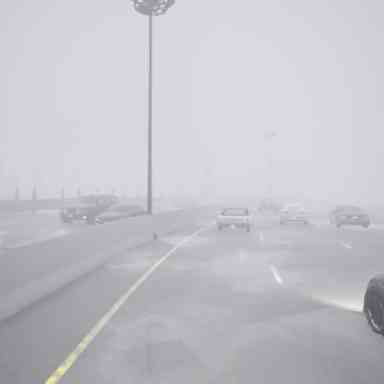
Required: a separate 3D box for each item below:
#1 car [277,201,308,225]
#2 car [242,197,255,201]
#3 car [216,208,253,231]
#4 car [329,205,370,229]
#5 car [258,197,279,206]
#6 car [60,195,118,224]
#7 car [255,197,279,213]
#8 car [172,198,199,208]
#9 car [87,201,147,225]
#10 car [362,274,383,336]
[{"bbox_3d":[7.479,1.547,24.484,1.812,1.442,4.674,0,0,16],"label":"car"},{"bbox_3d":[10.973,1.616,61.663,1.882,1.535,5.008,0,0,38],"label":"car"},{"bbox_3d":[2.794,1.613,20.646,1.895,1.301,4.718,0,0,14],"label":"car"},{"bbox_3d":[10.400,1.572,22.226,2.033,1.411,5.357,0,0,16],"label":"car"},{"bbox_3d":[13.709,1.653,59.456,1.812,1.442,4.674,0,0,38],"label":"car"},{"bbox_3d":[-7.261,1.218,24.468,2.150,2.045,5.566,0,0,15],"label":"car"},{"bbox_3d":[9.169,1.395,38.387,2.097,1.767,4.553,0,0,25],"label":"car"},{"bbox_3d":[-0.919,1.624,49.894,2.033,1.411,5.357,0,0,29],"label":"car"},{"bbox_3d":[-4.398,1.503,21.247,1.837,1.490,4.892,0,0,13],"label":"car"},{"bbox_3d":[3.860,1.580,4.019,1.994,1.385,4.181,0,0,3],"label":"car"}]
